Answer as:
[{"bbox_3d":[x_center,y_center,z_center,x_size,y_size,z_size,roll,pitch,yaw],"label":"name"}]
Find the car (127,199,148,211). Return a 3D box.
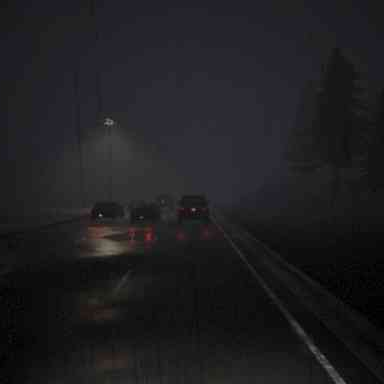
[{"bbox_3d":[-6.902,1.593,42.265,1.994,1.385,4.181,0,0,0],"label":"car"}]

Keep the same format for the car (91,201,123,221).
[{"bbox_3d":[-6.904,1.524,27.577,1.837,1.490,4.892,0,0,0],"label":"car"}]

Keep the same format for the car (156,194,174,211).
[{"bbox_3d":[-3.404,1.251,41.949,2.150,2.045,5.566,0,0,0],"label":"car"}]

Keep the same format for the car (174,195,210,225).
[{"bbox_3d":[0.115,1.238,24.458,2.150,2.045,5.566,0,0,0],"label":"car"}]

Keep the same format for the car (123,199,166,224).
[{"bbox_3d":[-3.410,1.510,24.915,2.128,1.511,4.902,0,0,0],"label":"car"}]

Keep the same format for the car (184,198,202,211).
[{"bbox_3d":[0.109,1.521,43.120,2.128,1.511,4.902,0,0,0],"label":"car"}]
